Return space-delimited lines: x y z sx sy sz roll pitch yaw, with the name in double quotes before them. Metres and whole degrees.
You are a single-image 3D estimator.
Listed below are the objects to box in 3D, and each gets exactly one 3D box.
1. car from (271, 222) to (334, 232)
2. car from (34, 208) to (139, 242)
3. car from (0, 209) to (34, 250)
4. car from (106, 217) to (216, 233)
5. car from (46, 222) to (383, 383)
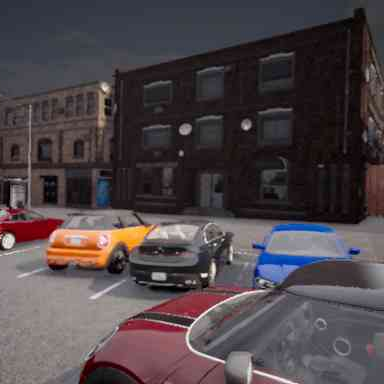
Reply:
"car" 2.429 1.479 7.377 2.097 1.535 5.008 1 -1 15
"car" -2.532 1.349 10.819 2.185 1.767 4.553 0 -1 14
"car" -7.507 1.470 14.258 2.097 1.535 5.008 0 -1 14
"car" -0.051 1.478 9.099 2.231 1.521 4.892 0 -1 15
"car" 1.194 1.353 2.512 4.553 1.767 2.097 0 0 35
